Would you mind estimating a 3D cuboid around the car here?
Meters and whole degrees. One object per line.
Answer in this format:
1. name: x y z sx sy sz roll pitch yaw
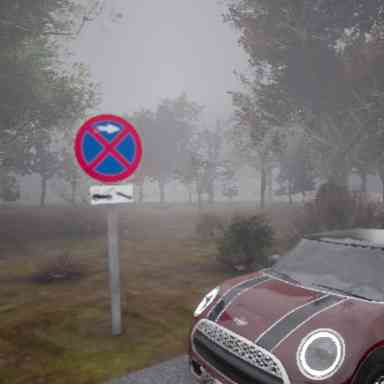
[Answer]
1. car: 2.183 1.346 4.484 4.553 1.767 2.097 0 0 -34
